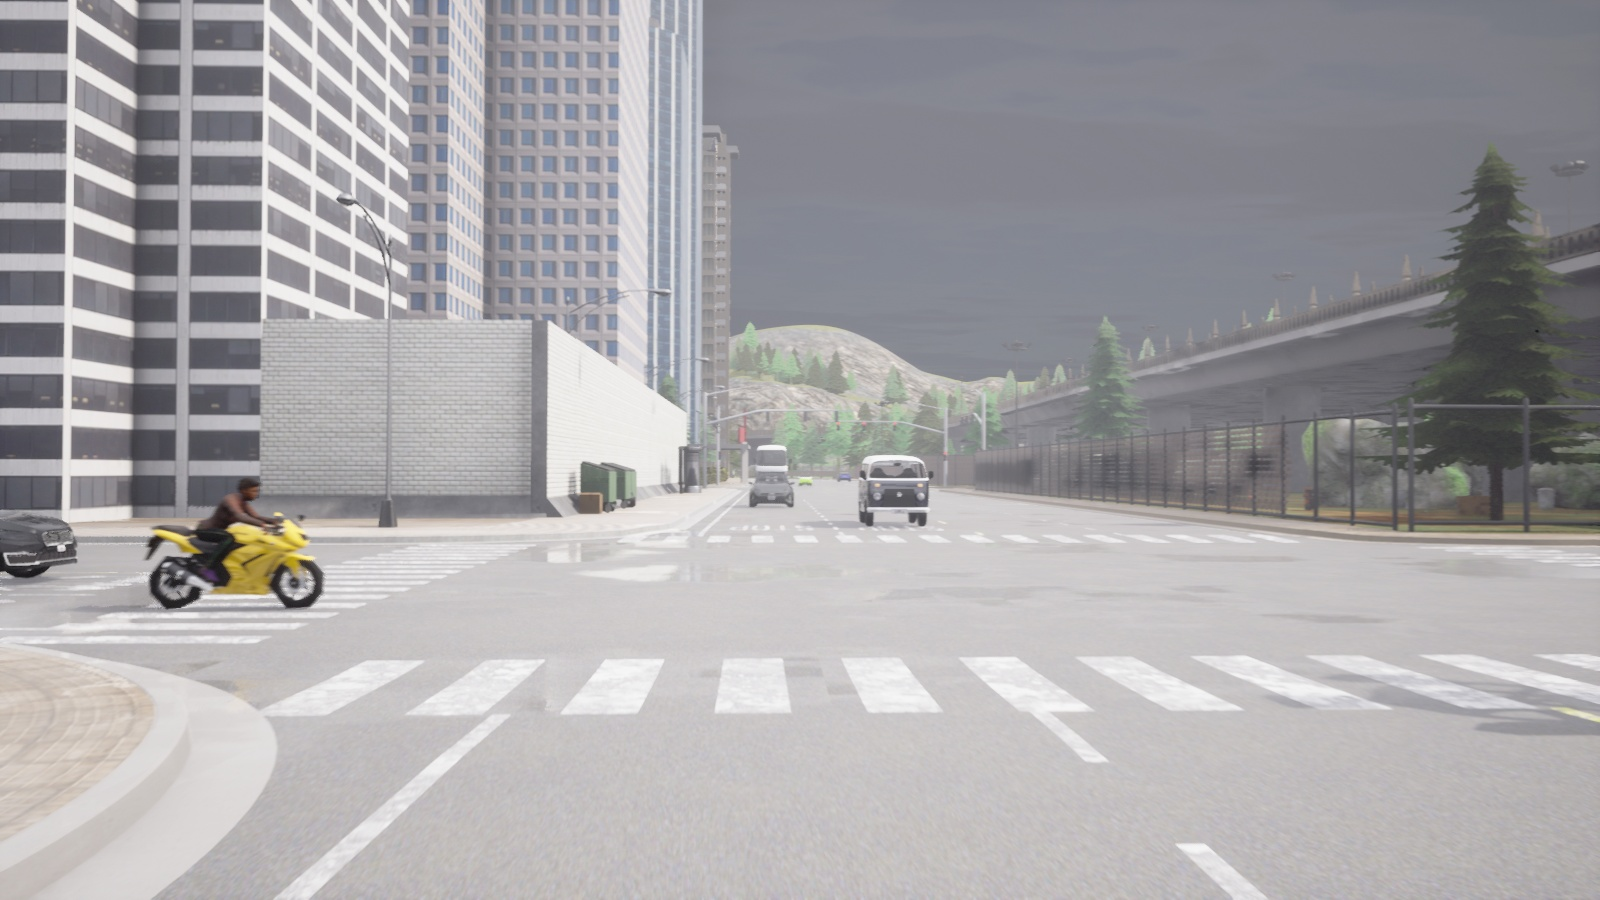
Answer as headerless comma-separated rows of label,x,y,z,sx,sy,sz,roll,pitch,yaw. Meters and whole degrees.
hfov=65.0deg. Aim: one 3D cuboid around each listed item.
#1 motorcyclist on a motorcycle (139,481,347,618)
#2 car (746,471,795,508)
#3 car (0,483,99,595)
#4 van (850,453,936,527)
motorcyclist on a motorcycle,-6.399,1.127,14.514,2.044,1.523,0.797,0,-1,-1
car,-1.281,1.679,54.425,2.007,1.525,4.514,0,-1,-1
car,-12.945,1.239,17.873,4.892,1.490,1.837,0,-1,-1
van,2.639,1.141,36.772,2.069,2.038,4.480,0,-1,-1
